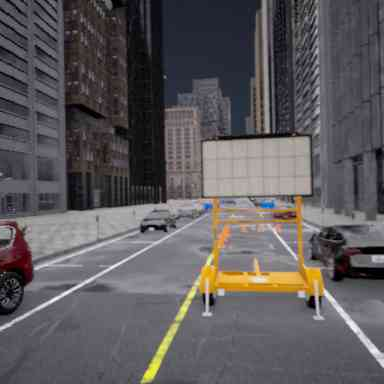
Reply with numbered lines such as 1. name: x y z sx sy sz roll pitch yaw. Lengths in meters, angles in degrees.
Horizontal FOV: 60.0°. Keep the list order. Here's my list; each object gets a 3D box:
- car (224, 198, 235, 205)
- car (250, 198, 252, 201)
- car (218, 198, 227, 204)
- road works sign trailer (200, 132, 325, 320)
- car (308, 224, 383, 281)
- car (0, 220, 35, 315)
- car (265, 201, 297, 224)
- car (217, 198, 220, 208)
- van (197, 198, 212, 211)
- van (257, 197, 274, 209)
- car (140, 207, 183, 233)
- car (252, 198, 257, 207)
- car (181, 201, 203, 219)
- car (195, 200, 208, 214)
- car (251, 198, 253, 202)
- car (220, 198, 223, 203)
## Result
1. car: 8.953 2.235 75.803 2.033 1.411 5.357 -1 -1 9
2. car: 14.032 2.084 70.963 1.947 1.339 4.313 -2 -1 9
3. car: 8.181 2.402 88.980 1.887 1.381 4.507 -2 -1 9
4. road works sign trailer: 1.444 0.521 7.487 2.380 3.560 2.880 -1 -1 9
5. car: 4.594 1.578 9.640 1.947 1.339 4.313 -2 -1 9
6. car: -4.696 1.484 5.357 2.192 1.841 5.009 -2 -1 9
7. car: 7.167 1.695 26.364 1.887 1.381 4.507 -2 -1 9
8. car: 3.030 2.024 55.530 1.967 1.590 4.097 -2 -1 9
9. van: 1.311 1.833 44.382 1.690 1.788 3.998 -2 -1 9
10. van: 9.736 1.630 43.091 1.690 1.788 3.998 -2 -1 9
11. car: -2.115 1.873 22.079 1.947 1.339 4.313 -2 -1 9
12. car: 12.316 2.008 59.813 1.802 1.307 4.206 -2 -1 9
13. car: -0.399 1.950 33.229 2.008 1.369 4.403 -2 -1 9
14. car: 0.432 1.969 38.636 1.752 1.417 4.829 -2 -1 9
15. car: 13.175 2.054 65.388 1.802 1.307 4.206 -2 -1 9
16. car: 3.885 1.944 61.107 2.192 1.841 5.009 -2 -1 9
